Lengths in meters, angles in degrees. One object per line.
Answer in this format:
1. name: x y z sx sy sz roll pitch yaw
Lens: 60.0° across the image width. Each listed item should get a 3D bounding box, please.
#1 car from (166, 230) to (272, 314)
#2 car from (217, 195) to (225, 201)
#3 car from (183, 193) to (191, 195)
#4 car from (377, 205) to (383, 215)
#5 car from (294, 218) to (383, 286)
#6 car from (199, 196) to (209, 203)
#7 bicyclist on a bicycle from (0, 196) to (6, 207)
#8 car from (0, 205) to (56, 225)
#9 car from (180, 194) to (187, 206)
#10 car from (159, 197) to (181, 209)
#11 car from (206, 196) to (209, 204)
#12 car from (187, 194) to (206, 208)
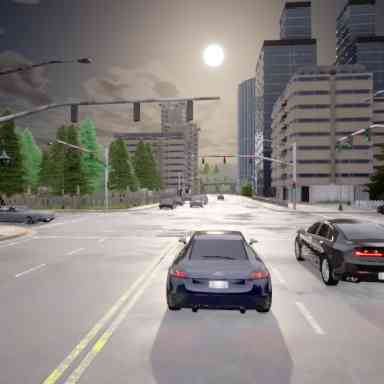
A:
1. car: 0.600 1.564 7.730 1.994 1.385 4.181 0 0 4
2. car: 7.431 1.500 85.849 1.837 1.490 4.892 0 0 5
3. car: -1.073 1.223 68.365 2.150 2.045 5.566 0 0 5
4. car: 20.371 1.478 31.618 5.008 1.535 1.882 0 0 5
5. car: 4.233 1.505 9.346 1.837 1.490 4.892 0 0 5
6. car: 2.443 1.505 68.413 1.837 1.490 4.892 0 0 5
7. bicyclist on a bicycle: -22.306 1.301 38.971 0.582 1.620 1.656 0 0 5
8. car: -12.088 1.601 23.325 4.718 1.301 1.895 0 0 10
9. car: -2.300 1.547 54.778 2.033 1.411 5.357 0 0 5
10. car: -3.151 1.547 44.740 2.033 1.411 5.357 0 0 5
11. car: 1.500 1.352 58.043 2.097 1.767 4.553 0 0 5
12. car: 0.718 1.505 48.952 1.837 1.490 4.892 0 0 5
